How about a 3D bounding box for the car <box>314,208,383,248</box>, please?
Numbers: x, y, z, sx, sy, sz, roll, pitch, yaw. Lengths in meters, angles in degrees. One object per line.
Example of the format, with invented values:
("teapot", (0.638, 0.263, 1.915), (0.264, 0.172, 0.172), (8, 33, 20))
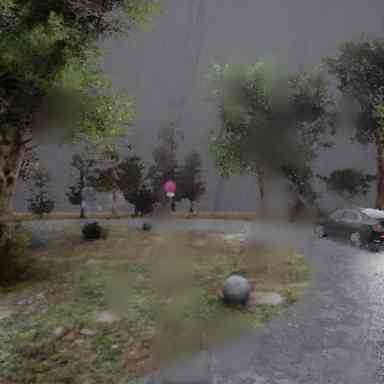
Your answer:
("car", (7.225, 1.475, 14.667), (1.837, 1.490, 4.892), (1, 0, -7))
